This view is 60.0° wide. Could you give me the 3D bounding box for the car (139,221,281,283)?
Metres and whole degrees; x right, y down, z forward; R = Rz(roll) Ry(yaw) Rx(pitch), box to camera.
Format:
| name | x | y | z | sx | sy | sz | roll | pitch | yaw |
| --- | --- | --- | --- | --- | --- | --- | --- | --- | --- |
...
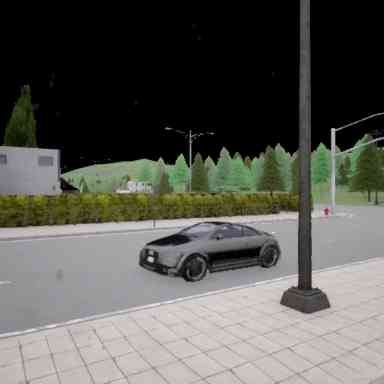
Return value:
| name | x | y | z | sx | sy | sz | roll | pitch | yaw |
| --- | --- | --- | --- | --- | --- | --- | --- | --- | --- |
| car | 0.603 | 1.564 | 9.722 | 4.181 | 1.385 | 1.994 | 0 | 0 | -33 |
